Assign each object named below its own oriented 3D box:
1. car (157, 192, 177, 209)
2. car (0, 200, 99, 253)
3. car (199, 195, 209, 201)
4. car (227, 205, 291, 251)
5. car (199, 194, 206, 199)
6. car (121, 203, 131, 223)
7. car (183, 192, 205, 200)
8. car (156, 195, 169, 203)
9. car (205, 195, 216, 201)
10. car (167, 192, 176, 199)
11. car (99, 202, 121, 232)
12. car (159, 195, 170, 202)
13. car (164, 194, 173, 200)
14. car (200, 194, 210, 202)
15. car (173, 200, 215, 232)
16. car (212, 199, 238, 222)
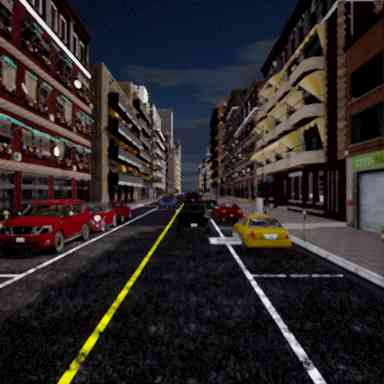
[{"bbox_3d":[-2.994,1.190,42.052,2.097,1.767,4.553,0,0,0],"label":"car"},{"bbox_3d":[-5.686,1.264,13.528,2.192,1.841,5.009,0,0,0],"label":"car"},{"bbox_3d":[2.705,1.272,75.521,1.947,1.339,4.313,0,0,0],"label":"car"},{"bbox_3d":[2.694,1.473,13.693,1.752,1.417,4.829,0,0,0],"label":"car"},{"bbox_3d":[2.707,1.244,86.794,1.802,1.307,4.206,0,0,0],"label":"car"},{"bbox_3d":[-5.685,1.450,24.802,1.887,1.381,4.507,0,0,0],"label":"car"},{"bbox_3d":[0.101,1.065,40.889,2.150,2.045,5.566,0,0,0],"label":"car"},{"bbox_3d":[-5.678,1.302,64.254,2.008,1.369,4.403,0,0,0],"label":"car"},{"bbox_3d":[2.700,1.369,47.340,2.008,1.369,4.403,0,0,0],"label":"car"},{"bbox_3d":[-5.672,0.954,92.435,2.192,1.841,5.009,0,0,0],"label":"car"},{"bbox_3d":[-5.686,1.367,19.164,1.967,1.590,4.097,0,0,0],"label":"car"},{"bbox_3d":[-5.677,1.280,69.891,2.008,1.369,4.403,0,0,0],"label":"car"},{"bbox_3d":[-5.675,1.229,81.163,1.887,1.381,4.507,0,0,0],"label":"car"},{"bbox_3d":[2.705,1.254,70.055,1.752,1.417,4.829,0,0,0],"label":"car"},{"bbox_3d":[0.104,1.431,19.375,1.837,1.490,4.892,0,0,0],"label":"car"},{"bbox_3d":[2.696,1.450,24.796,1.887,1.381,4.507,0,0,0],"label":"car"}]
